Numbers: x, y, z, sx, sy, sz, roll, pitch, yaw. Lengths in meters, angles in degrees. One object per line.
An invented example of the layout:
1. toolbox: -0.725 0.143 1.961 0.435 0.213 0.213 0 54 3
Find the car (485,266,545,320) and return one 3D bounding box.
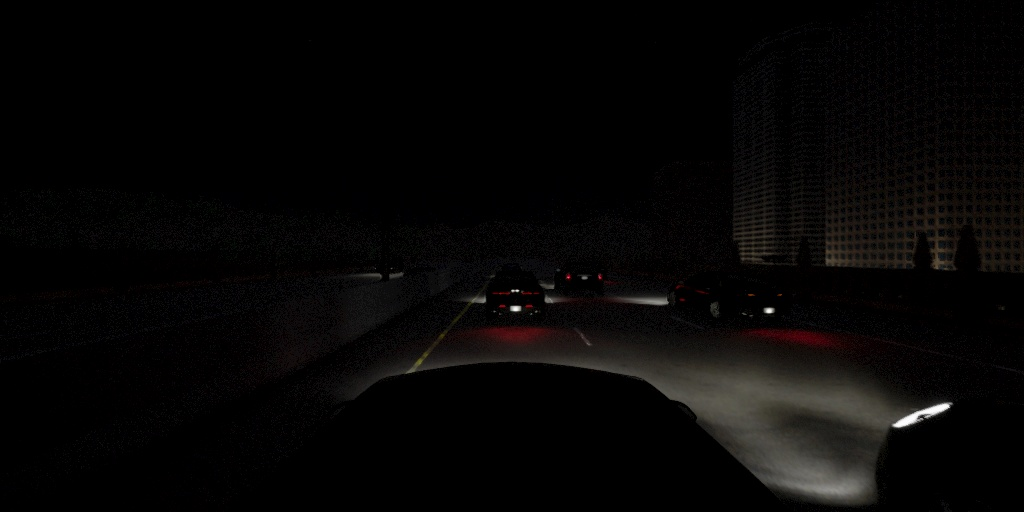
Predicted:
1. car: 0.104 1.256 12.684 1.837 1.490 4.892 0 0 0

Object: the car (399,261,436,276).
1. car: -7.217 1.317 28.583 1.994 1.385 4.181 0 0 -1

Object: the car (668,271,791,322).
1. car: 7.104 1.256 12.324 1.837 1.490 4.892 0 0 0

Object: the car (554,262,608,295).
1. car: 3.586 1.104 19.880 2.097 1.767 4.553 0 0 0

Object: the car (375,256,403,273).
1. car: -14.587 0.975 43.055 2.150 2.045 5.566 0 0 -1

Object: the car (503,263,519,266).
1. car: -0.069 1.300 31.002 2.033 1.411 5.357 0 0 -1

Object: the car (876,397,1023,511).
1. car: 3.599 1.102 0.586 2.097 1.767 4.553 0 0 0
